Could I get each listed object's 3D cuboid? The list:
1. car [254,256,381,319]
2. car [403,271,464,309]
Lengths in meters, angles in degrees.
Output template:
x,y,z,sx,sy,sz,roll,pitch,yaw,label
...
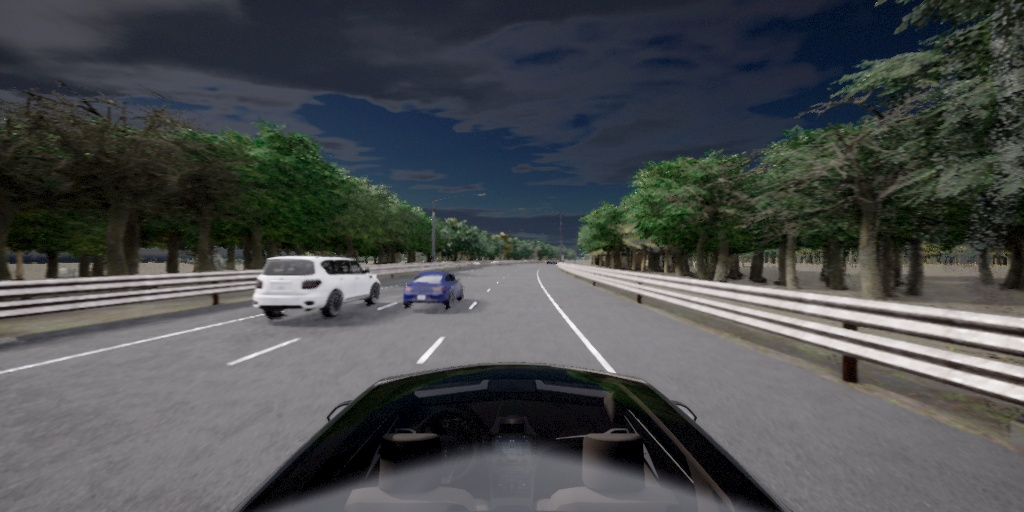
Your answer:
x,y,z,sx,sy,sz,roll,pitch,yaw,label
-6.800,1.030,13.296,2.150,2.045,5.566,0,0,1,car
-3.256,1.360,15.375,1.812,1.442,4.674,0,0,1,car
